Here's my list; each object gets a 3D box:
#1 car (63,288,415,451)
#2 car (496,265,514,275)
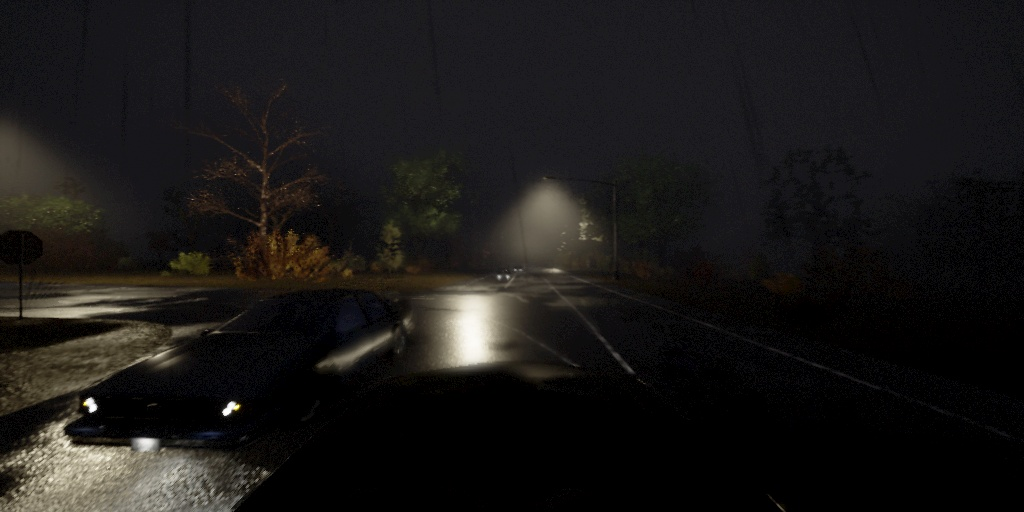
[{"bbox_3d":[-3.196,1.280,5.898,2.033,1.411,5.357,0,1,3],"label":"car"},{"bbox_3d":[-1.186,2.027,52.589,1.994,1.385,4.181,-1,-1,2],"label":"car"}]
